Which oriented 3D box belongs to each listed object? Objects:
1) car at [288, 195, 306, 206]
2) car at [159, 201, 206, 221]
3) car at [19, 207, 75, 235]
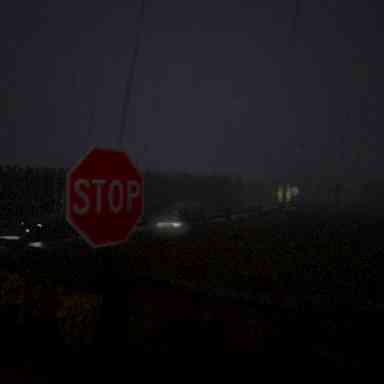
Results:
[{"bbox_3d":[14.401,1.206,45.713,2.128,1.511,4.902,1,1,11],"label":"car"},{"bbox_3d":[-0.588,1.435,26.333,1.812,1.442,4.674,0,0,35],"label":"car"},{"bbox_3d":[-6.372,1.466,18.155,2.033,1.411,5.357,0,0,35],"label":"car"}]
